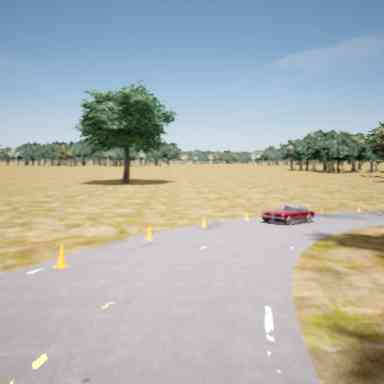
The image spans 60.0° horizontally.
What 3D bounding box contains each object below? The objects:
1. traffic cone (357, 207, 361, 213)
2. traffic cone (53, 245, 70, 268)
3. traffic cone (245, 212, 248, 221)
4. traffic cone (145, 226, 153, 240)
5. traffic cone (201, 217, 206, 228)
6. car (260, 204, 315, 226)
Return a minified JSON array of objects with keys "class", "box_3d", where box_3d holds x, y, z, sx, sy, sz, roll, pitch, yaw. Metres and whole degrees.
[{"class":"traffic cone","box_3d":[16.682,1.741,33.238,0.340,0.580,0.340,1,4,-25]},{"class":"traffic cone","box_3d":[-3.661,1.795,9.347,0.340,0.580,0.340,2,1,16]},{"class":"traffic cone","box_3d":[3.874,1.709,23.551,0.340,0.580,0.340,5,3,40]},{"class":"traffic cone","box_3d":[-1.847,1.760,14.434,0.340,0.580,0.340,3,1,24]},{"class":"traffic cone","box_3d":[0.683,1.731,19.201,0.340,0.580,0.340,3,2,32]},{"class":"car","box_3d":[6.688,1.504,23.061,1.895,1.301,4.718,5,3,43]}]
